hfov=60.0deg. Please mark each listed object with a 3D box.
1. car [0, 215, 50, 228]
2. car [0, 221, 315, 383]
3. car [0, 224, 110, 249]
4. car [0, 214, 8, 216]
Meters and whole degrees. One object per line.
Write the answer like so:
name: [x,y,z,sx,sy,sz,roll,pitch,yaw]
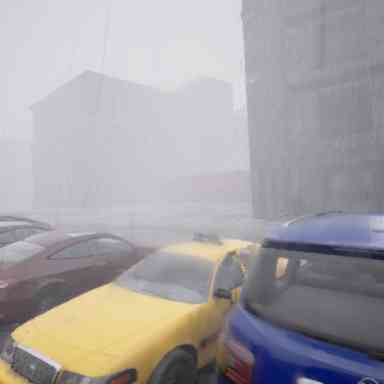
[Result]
car: [-4.385,1.469,8.443,2.002,1.452,4.674,0,0,36]
car: [0.054,1.460,5.052,1.946,1.575,5.366,0,0,35]
car: [-2.214,1.485,6.895,2.002,1.452,4.674,0,0,36]
car: [-6.671,1.441,10.042,2.163,1.488,4.792,0,0,35]
